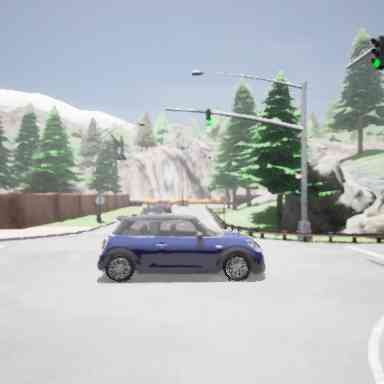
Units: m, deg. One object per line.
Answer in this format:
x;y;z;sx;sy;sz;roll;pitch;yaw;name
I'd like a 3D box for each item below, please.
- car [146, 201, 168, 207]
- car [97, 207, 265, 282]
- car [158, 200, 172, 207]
-3.606;1.849;30.874;1.994;1.385;4.181;0;-1;0;car
-0.271;1.436;9.547;4.553;1.767;2.097;0;-1;-2;car
-3.593;1.731;41.256;2.097;1.767;4.553;0;0;0;car
